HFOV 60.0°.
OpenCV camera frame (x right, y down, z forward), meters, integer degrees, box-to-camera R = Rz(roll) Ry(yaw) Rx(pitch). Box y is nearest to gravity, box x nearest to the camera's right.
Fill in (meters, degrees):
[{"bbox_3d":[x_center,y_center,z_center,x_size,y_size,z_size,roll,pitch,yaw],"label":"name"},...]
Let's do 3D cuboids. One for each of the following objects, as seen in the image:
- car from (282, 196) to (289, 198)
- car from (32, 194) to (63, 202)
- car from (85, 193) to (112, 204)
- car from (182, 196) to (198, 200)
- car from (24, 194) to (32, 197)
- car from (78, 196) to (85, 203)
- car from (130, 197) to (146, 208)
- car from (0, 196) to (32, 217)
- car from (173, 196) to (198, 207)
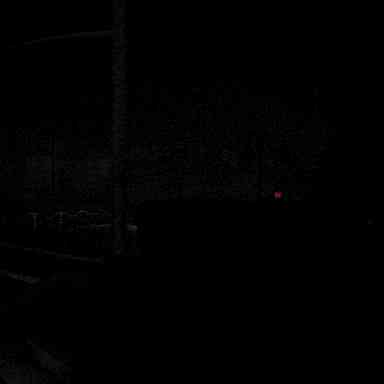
[{"bbox_3d":[12.288,1.349,42.710,2.097,1.767,4.553,0,0,35],"label":"car"},{"bbox_3d":[-29.019,1.154,67.788,2.152,1.636,5.027,0,0,35],"label":"car"},{"bbox_3d":[-15.963,1.097,59.059,1.932,1.855,4.605,0,0,35],"label":"car"},{"bbox_3d":[-0.033,1.352,25.083,2.097,1.767,4.553,0,0,35],"label":"car"},{"bbox_3d":[-34.445,1.232,71.230,1.970,1.475,3.806,0,0,35],"label":"car"},{"bbox_3d":[-18.573,1.077,60.400,1.905,1.878,3.866,0,0,35],"label":"car"},{"bbox_3d":[-7.589,1.384,43.878,1.970,1.475,3.806,0,0,35],"label":"car"},{"bbox_3d":[-15.897,1.340,26.955,2.007,1.523,4.514,0,0,35],"label":"car"},{"bbox_3d":[-0.870,1.374,48.215,1.845,1.501,3.633,0,0,35],"label":"car"}]
